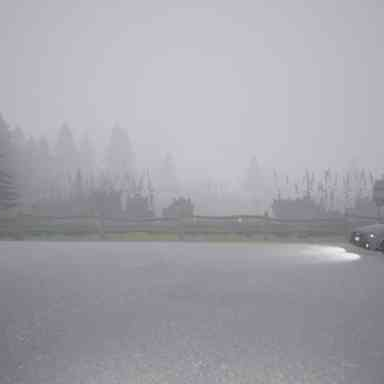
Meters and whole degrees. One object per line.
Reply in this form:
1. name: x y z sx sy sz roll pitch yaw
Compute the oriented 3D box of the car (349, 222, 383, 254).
1. car: 8.053 1.536 12.116 4.181 1.385 1.994 0 0 2
